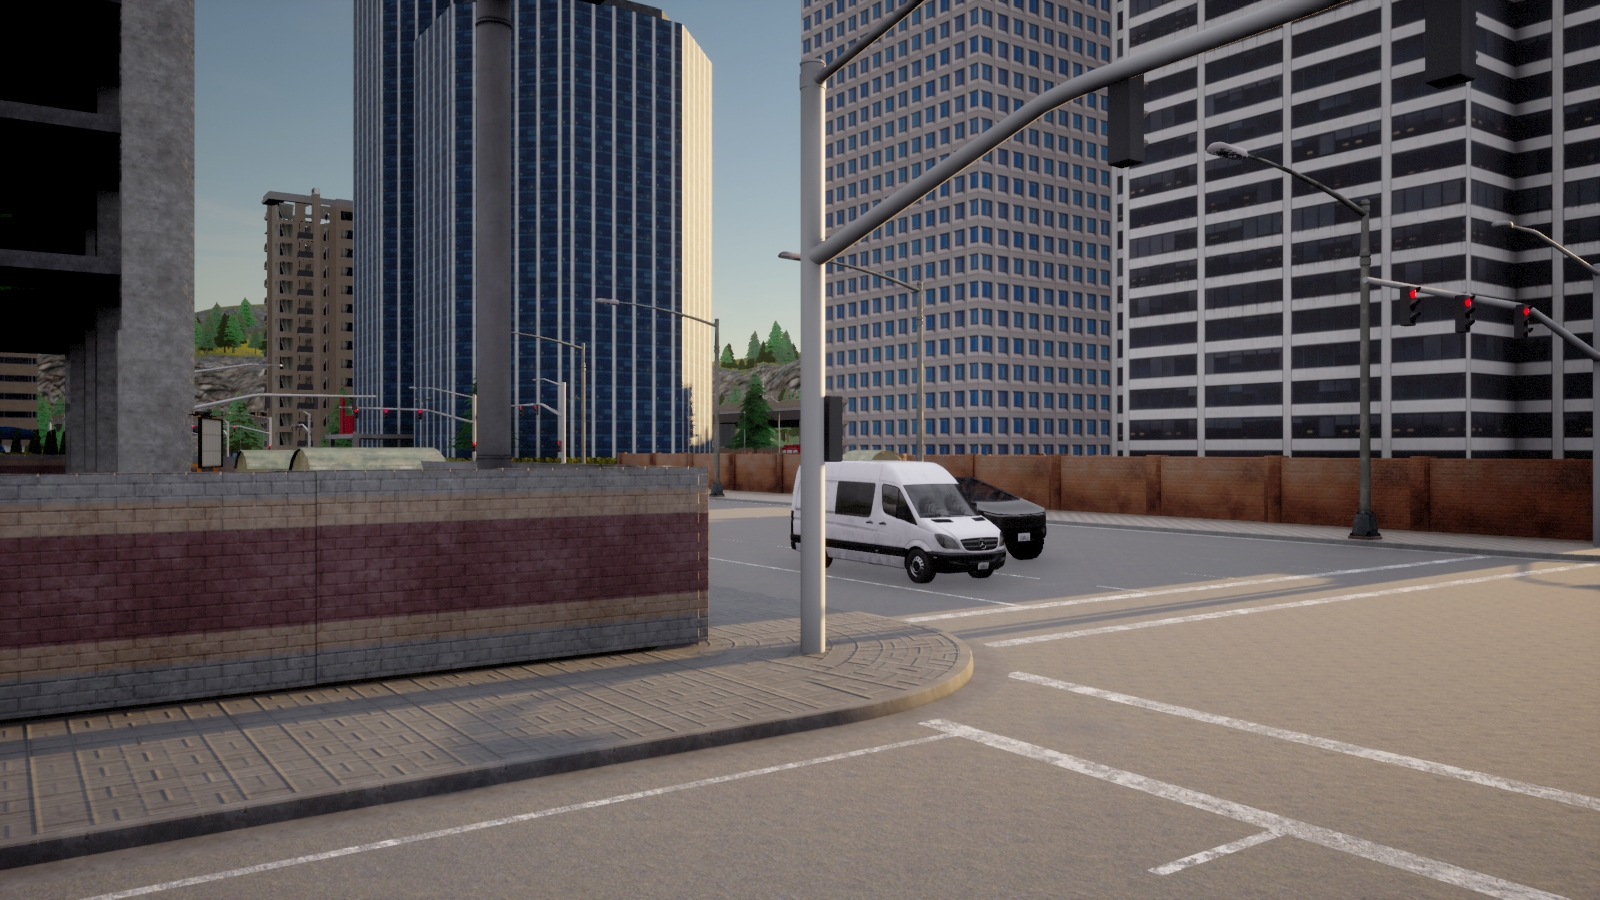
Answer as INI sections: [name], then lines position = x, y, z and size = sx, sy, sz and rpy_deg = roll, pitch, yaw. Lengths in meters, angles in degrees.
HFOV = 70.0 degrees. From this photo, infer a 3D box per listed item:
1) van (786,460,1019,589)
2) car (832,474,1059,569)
[van]
position = 2.162, 1.533, 26.216
size = 1.988, 2.561, 5.915
rpy_deg = 0, 0, -35
[car]
position = 3.654, 1.752, 30.193
size = 2.390, 2.098, 6.274
rpy_deg = 0, 0, -35
